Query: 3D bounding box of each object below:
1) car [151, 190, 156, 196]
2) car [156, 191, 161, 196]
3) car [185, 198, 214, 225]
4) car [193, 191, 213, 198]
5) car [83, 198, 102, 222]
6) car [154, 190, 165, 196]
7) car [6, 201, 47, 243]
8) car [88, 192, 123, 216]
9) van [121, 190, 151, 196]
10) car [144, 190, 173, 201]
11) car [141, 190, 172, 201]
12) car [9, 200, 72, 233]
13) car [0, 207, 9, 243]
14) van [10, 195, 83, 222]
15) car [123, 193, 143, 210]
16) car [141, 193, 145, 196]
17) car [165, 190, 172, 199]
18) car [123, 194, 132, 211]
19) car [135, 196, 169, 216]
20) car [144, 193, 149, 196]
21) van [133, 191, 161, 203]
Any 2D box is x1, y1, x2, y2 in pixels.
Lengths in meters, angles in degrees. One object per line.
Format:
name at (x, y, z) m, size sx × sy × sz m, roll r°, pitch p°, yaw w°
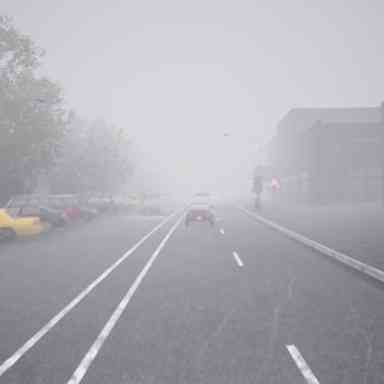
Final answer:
car at (-7.953, 1.029, 47.245) m, size 4.553 × 1.767 × 2.185 m, roll -1°, pitch 0°, yaw -17°
car at (-7.777, 1.119, 50.215) m, size 5.008 × 1.535 × 2.097 m, roll -1°, pitch 0°, yaw -17°
car at (0.520, 1.408, 22.673) m, size 1.812 × 1.442 × 4.674 m, roll 0°, pitch 0°, yaw 2°
car at (1.336, 0.946, 41.253) m, size 2.150 × 2.045 × 5.566 m, roll 0°, pitch 1°, yaw 3°
car at (-9.036, 1.407, 23.537) m, size 4.674 × 1.452 × 2.002 m, roll -1°, pitch 0°, yaw -18°
car at (-7.649, 0.833, 53.154) m, size 5.566 × 2.045 × 2.435 m, roll -1°, pitch 1°, yaw -17°
car at (-9.464, 1.420, 14.565) m, size 5.366 × 1.575 × 1.946 m, roll -1°, pitch 1°, yaw -19°
car at (-8.779, 1.198, 29.480) m, size 4.553 × 1.767 × 2.185 m, roll -1°, pitch 1°, yaw -18°
van at (-8.186, 0.962, 44.253) m, size 4.442 × 1.987 × 1.878 m, roll -1°, pitch 1°, yaw -17°
car at (-6.876, 0.635, 67.927) m, size 5.566 × 2.045 × 2.435 m, roll -1°, pitch 1°, yaw -17°
car at (-6.981, 0.675, 65.001) m, size 5.566 × 2.045 × 2.435 m, roll -1°, pitch 0°, yaw -17°
car at (-9.209, 1.404, 17.594) m, size 5.008 × 1.535 × 2.097 m, roll -1°, pitch 1°, yaw -19°
car at (-9.338, 1.475, 11.655) m, size 4.674 × 1.452 × 2.002 m, roll -1°, pitch 1°, yaw -19°
van at (-9.243, 1.162, 20.522) m, size 4.442 × 1.987 × 1.878 m, roll -1°, pitch 1°, yaw -18°
car at (-8.358, 1.269, 35.468) m, size 5.366 × 1.575 × 1.946 m, roll -1°, pitch 0°, yaw -17°
car at (-8.562, 1.247, 38.323) m, size 5.366 × 1.575 × 1.946 m, roll -1°, pitch 1°, yaw -17°
car at (-6.988, 0.961, 62.103) m, size 5.366 × 1.575 × 1.946 m, roll -1°, pitch 0°, yaw -17°
car at (-8.684, 1.301, 32.443) m, size 4.892 × 1.521 × 2.231 m, roll -1°, pitch 0°, yaw -18°
car at (-3.545, 1.353, 30.334) m, size 1.812 × 1.442 × 4.674 m, roll 0°, pitch 0°, yaw 3°
car at (-8.256, 1.247, 41.327) m, size 4.792 × 1.488 × 2.163 m, roll -1°, pitch 1°, yaw -17°
van at (-7.574, 0.822, 56.080) m, size 4.442 × 1.987 × 1.878 m, roll -1°, pitch 1°, yaw -17°
